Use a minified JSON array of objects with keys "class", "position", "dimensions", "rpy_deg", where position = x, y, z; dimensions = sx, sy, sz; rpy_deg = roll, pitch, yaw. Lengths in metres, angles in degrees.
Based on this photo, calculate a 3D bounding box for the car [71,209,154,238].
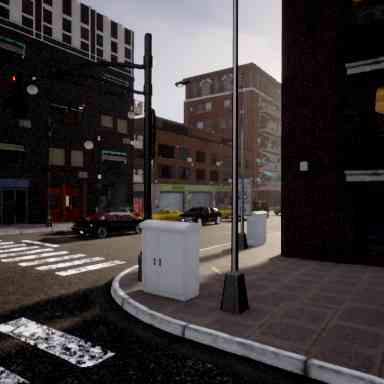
[{"class":"car","position":[-4.667,1.881,19.663],"dimensions":[1.895,1.301,4.718],"rpy_deg":[0,-1,35]}]

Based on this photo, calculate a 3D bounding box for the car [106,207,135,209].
[{"class":"car","position":[-5.416,1.758,23.141],"dimensions":[1.967,1.590,4.097],"rpy_deg":[-1,-2,35]}]

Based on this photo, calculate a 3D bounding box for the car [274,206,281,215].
[{"class":"car","position":[12.719,2.400,44.494],"dimensions":[2.033,1.411,5.357],"rpy_deg":[0,-1,35]}]

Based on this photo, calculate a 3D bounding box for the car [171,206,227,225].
[{"class":"car","position":[0.700,1.962,27.349],"dimensions":[1.837,1.490,4.892],"rpy_deg":[0,-1,35]}]

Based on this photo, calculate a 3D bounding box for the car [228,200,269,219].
[{"class":"car","position":[6.384,1.865,35.493],"dimensions":[2.150,2.045,5.566],"rpy_deg":[0,-1,35]}]

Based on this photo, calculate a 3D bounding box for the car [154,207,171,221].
[{"class":"car","position":[-2.353,1.944,27.528],"dimensions":[1.752,1.417,4.829],"rpy_deg":[-1,-2,35]}]

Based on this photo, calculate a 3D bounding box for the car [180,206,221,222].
[{"class":"car","position":[0.905,2.092,32.196],"dimensions":[1.947,1.339,4.313],"rpy_deg":[-1,-2,35]}]
